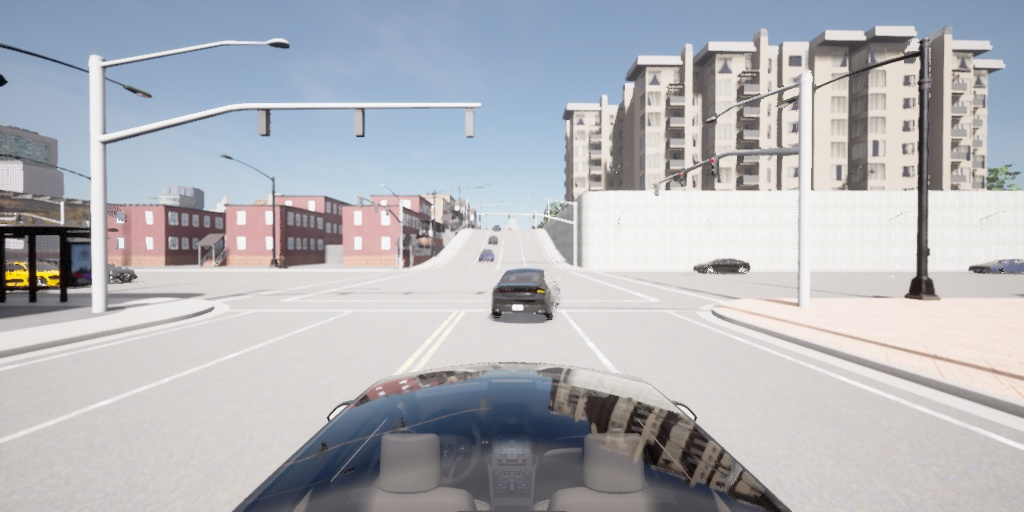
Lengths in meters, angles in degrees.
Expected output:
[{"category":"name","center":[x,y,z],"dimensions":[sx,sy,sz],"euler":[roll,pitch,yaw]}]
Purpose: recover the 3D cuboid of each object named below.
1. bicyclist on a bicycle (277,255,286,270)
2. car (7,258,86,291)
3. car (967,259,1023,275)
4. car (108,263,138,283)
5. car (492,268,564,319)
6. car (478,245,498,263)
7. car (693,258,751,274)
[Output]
[{"category":"bicyclist on a bicycle","center":[-25.256,0.662,39.299],"dimensions":[0.582,1.620,1.656],"euler":[0,1,0]},{"category":"car","center":[-25.861,1.046,19.318],"dimensions":[5.008,1.535,1.882],"euler":[0,1,0]},{"category":"car","center":[45.902,0.971,33.224],"dimensions":[5.357,1.411,2.033],"euler":[0,1,1]},{"category":"car","center":[-26.875,1.036,22.828],"dimensions":[4.892,1.490,1.837],"euler":[0,1,0]},{"category":"car","center":[0.618,1.146,12.328],"dimensions":[1.837,1.490,4.892],"euler":[-1,1,11]},{"category":"car","center":[-3.573,-0.118,50.851],"dimensions":[2.097,1.767,4.553],"euler":[0,7,0]},{"category":"car","center":[19.464,0.927,33.371],"dimensions":[4.892,1.490,1.837],"euler":[0,1,1]}]
